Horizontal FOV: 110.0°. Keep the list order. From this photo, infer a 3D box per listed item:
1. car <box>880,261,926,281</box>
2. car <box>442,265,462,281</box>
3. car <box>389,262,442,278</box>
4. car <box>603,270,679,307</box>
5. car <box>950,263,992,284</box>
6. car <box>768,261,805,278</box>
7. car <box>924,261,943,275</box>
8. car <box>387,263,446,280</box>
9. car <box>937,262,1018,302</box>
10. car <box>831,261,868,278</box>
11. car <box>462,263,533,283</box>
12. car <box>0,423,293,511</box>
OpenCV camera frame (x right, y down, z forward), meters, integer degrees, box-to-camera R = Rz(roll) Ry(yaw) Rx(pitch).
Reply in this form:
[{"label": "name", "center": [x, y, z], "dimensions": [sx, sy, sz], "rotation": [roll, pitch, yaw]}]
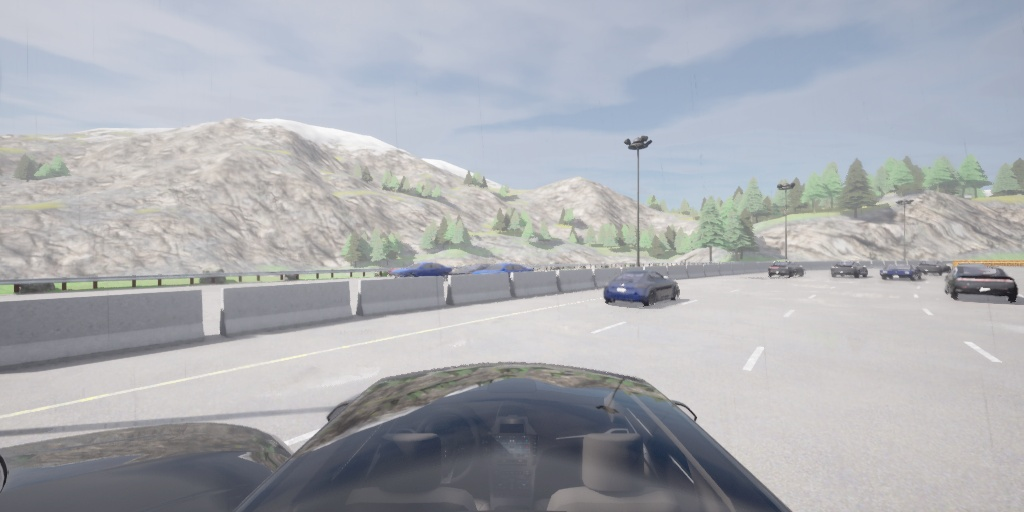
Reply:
[{"label": "car", "center": [32.302, 1.351, 29.723], "dimensions": [4.718, 1.301, 1.895], "rotation": [0, 0, -35]}, {"label": "car", "center": [-2.367, 1.298, 27.776], "dimensions": [2.033, 1.411, 5.357], "rotation": [0, 0, 44]}, {"label": "car", "center": [-6.959, 1.227, 28.009], "dimensions": [1.882, 1.535, 5.008], "rotation": [0, 0, 44]}, {"label": "car", "center": [5.728, 1.314, 15.700], "dimensions": [1.994, 1.385, 4.181], "rotation": [0, 0, 43]}, {"label": "car", "center": [35.539, 1.276, 27.716], "dimensions": [4.674, 1.442, 1.812], "rotation": [0, 0, -36]}, {"label": "car", "center": [25.671, 1.241, 33.520], "dimensions": [4.902, 1.511, 2.128], "rotation": [0, 0, -37]}, {"label": "car", "center": [43.305, 1.241, 36.857], "dimensions": [4.902, 1.511, 2.128], "rotation": [0, 0, -31]}, {"label": "car", "center": [-8.347, 1.351, 31.644], "dimensions": [1.895, 1.301, 4.718], "rotation": [0, 0, 44]}, {"label": "car", "center": [22.134, 1.242, 17.053], "dimensions": [4.902, 1.511, 2.128], "rotation": [0, 0, -42]}, {"label": "car", "center": [31.368, 1.241, 33.332], "dimensions": [4.902, 1.511, 2.128], "rotation": [0, 0, -35]}, {"label": "car", "center": [-0.644, 1.227, 24.497], "dimensions": [1.882, 1.535, 5.008], "rotation": [0, 0, 44]}, {"label": "car", "center": [-2.982, 1.255, 0.515], "dimensions": [4.892, 1.490, 1.837], "rotation": [0, 0, -45]}]
